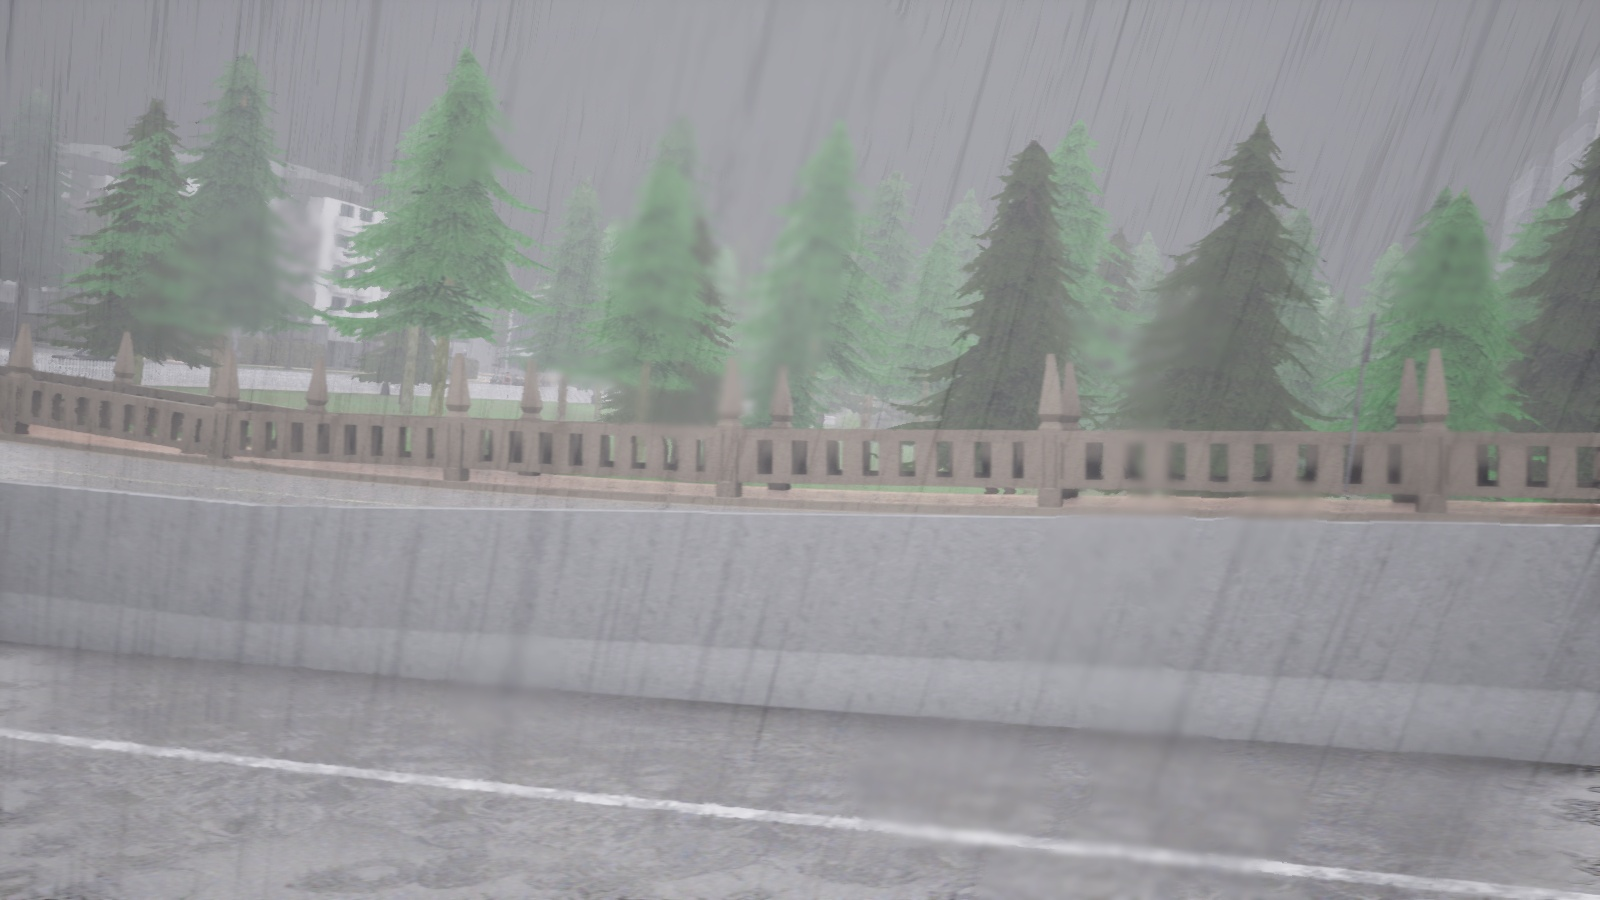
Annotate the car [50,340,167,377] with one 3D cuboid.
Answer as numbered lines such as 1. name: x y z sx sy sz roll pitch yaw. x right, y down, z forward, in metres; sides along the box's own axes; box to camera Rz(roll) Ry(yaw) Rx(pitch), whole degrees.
1. car: -32.887 -4.346 59.903 1.895 1.301 4.718 8 3 20
